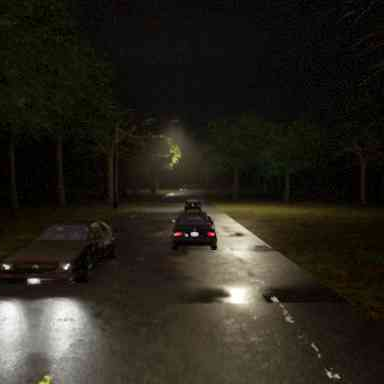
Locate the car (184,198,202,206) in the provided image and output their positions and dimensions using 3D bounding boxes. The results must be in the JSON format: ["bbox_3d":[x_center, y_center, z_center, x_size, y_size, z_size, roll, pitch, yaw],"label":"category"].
[{"bbox_3d":[0.096,1.392,37.098,2.033,1.411,5.357,0,1,0],"label":"car"}]

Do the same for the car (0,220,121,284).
[{"bbox_3d":[-3.503,1.585,10.035,2.033,1.411,5.357,0,0,0],"label":"car"}]

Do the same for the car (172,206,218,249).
[{"bbox_3d":[0.096,1.570,14.637,2.033,1.411,5.357,0,0,0],"label":"car"}]
